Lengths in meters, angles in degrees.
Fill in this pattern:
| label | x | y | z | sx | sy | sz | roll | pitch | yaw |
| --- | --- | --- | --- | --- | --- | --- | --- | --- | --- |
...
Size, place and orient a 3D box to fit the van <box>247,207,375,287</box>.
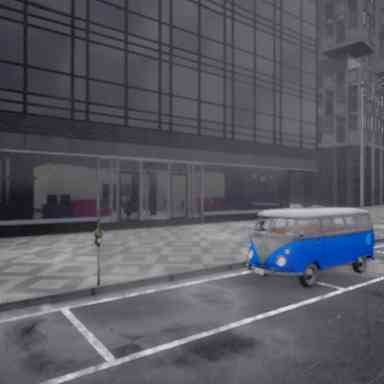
| label | x | y | z | sx | sy | sz | roll | pitch | yaw |
| --- | --- | --- | --- | --- | --- | --- | --- | --- | --- |
| van | 3.283 | 1.332 | 8.990 | 3.998 | 1.788 | 1.690 | 0 | 0 | -36 |
